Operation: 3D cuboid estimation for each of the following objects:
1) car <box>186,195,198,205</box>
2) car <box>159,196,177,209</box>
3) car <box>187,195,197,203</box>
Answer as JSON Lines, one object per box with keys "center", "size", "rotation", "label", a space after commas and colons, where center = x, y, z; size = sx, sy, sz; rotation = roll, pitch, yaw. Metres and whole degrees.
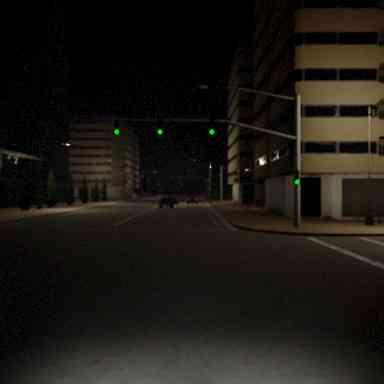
{"center": [0.058, 1.475, 58.981], "size": [1.812, 1.442, 4.674], "rotation": [0, 0, 0], "label": "car"}
{"center": [-3.419, 1.465, 45.236], "size": [1.837, 1.490, 4.892], "rotation": [0, 0, 0], "label": "car"}
{"center": [-0.028, 1.444, 68.035], "size": [1.837, 1.490, 4.892], "rotation": [0, 0, 0], "label": "car"}
